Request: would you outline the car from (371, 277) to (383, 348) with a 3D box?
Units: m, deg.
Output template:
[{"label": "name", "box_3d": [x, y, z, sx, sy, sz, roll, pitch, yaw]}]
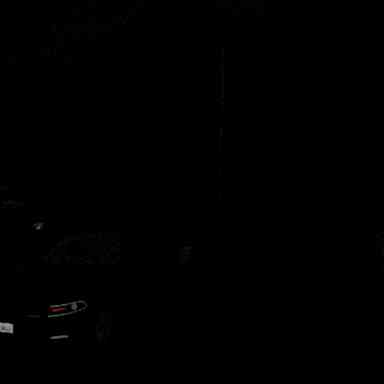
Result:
[{"label": "car", "box_3d": [3.204, 1.483, 3.134, 2.097, 1.535, 5.008, 0, -1, 15]}]

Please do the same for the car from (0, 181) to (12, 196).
[{"label": "car", "box_3d": [-26.398, -0.479, 44.918, 5.566, 2.045, 2.435, 1, 6, 7]}]

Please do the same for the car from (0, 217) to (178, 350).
[{"label": "car", "box_3d": [-1.727, 1.469, 6.619, 2.097, 1.535, 5.008, 1, 0, 14]}]

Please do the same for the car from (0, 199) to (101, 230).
[{"label": "car", "box_3d": [-4.218, 1.210, 8.305, 2.435, 2.045, 5.566, 1, 0, 14]}]
